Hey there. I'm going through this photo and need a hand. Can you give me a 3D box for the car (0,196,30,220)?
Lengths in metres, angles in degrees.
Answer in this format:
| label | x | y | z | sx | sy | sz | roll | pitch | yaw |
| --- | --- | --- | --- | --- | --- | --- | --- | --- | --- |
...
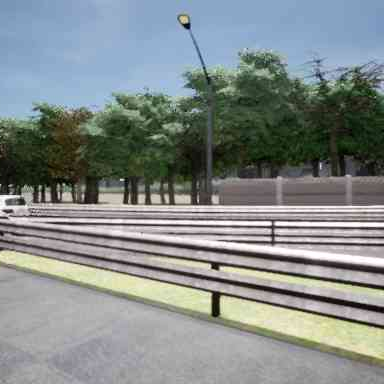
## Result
| label | x | y | z | sx | sy | sz | roll | pitch | yaw |
| --- | --- | --- | --- | --- | --- | --- | --- | --- | --- |
| car | -12.589 | 1.236 | 20.018 | 5.566 | 2.045 | 2.150 | 0 | 0 | 12 |
